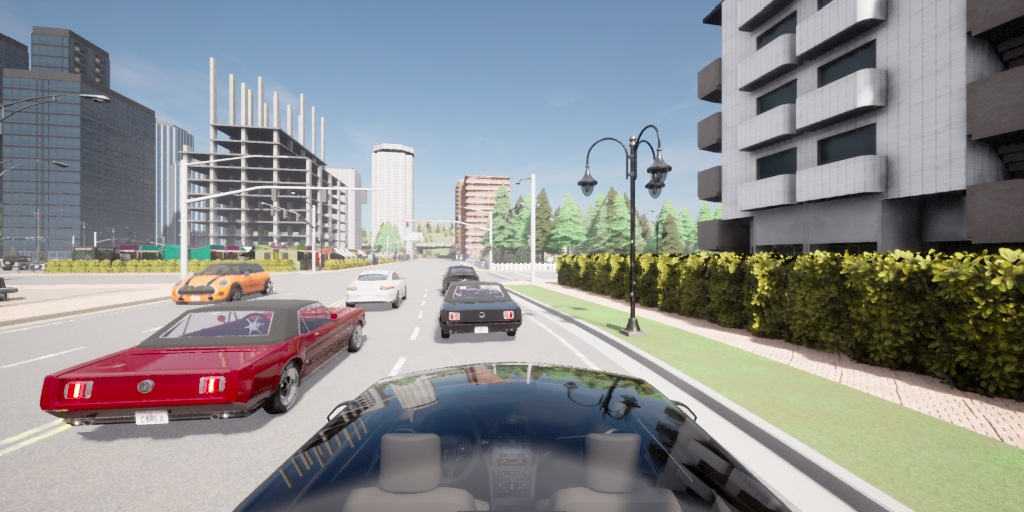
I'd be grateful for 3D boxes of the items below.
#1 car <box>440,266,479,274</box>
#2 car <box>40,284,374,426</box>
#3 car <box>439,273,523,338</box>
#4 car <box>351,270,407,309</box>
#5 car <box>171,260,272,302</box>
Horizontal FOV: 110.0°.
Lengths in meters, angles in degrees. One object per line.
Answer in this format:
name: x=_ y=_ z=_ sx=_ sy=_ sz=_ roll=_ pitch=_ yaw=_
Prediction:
car: x=-2.788 y=1.255 z=19.248 sx=1.837 sy=1.490 sz=4.892 roll=0 pitch=0 yaw=-12
car: x=-3.909 y=1.351 z=5.846 sx=1.895 sy=1.301 sz=4.718 roll=0 pitch=0 yaw=-7
car: x=-1.038 y=1.351 z=10.157 sx=1.895 sy=1.301 sz=4.718 roll=0 pitch=0 yaw=-9
car: x=-5.447 y=1.276 z=14.730 sx=1.812 sy=1.442 sz=4.674 roll=0 pitch=0 yaw=-11
car: x=-13.016 y=1.101 z=16.429 sx=2.097 sy=1.767 sz=4.553 roll=0 pitch=0 yaw=-12
